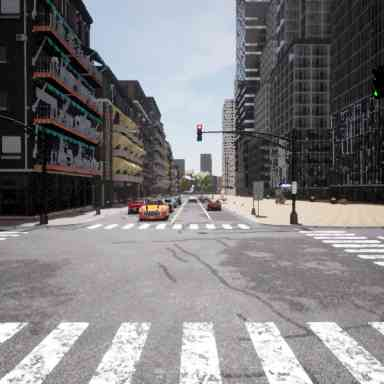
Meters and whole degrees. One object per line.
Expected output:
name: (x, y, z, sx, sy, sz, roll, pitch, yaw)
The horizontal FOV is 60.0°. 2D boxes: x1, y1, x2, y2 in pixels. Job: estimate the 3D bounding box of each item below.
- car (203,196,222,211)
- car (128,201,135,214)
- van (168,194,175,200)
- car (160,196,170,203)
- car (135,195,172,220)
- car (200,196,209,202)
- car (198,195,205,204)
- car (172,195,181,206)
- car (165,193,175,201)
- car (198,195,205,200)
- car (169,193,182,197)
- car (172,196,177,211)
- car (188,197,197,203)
car: (2.674, 1.540, 41.108, 1.887, 1.381, 4.507, -1, 0, 0)
car: (-5.676, 1.540, 35.407, 1.887, 1.381, 4.507, -1, 0, 0)
van: (-5.642, 1.350, 91.896, 1.690, 1.788, 3.998, -1, 0, 0)
car: (-5.654, 1.584, 69.301, 1.802, 1.307, 4.206, -1, 0, 0)
car: (-3.080, 1.348, 27.662, 2.097, 1.767, 4.553, 0, 0, 0)
car: (2.697, 1.548, 75.002, 1.887, 1.381, 4.507, -1, 0, 0)
car: (2.690, 1.551, 63.704, 2.008, 1.369, 4.403, -1, 0, 0)
car: (-3.059, 1.544, 47.987, 2.033, 1.411, 5.357, 0, 0, 0)
car: (-5.646, 1.322, 86.248, 2.192, 1.841, 5.009, -1, 0, 0)
car: (2.708, 1.535, 92.119, 1.752, 1.417, 4.829, -1, 0, 0)
car: (-3.010, 1.220, 58.305, 2.150, 2.045, 5.566, 0, 0, 1)
car: (-3.071, 1.500, 37.659, 1.837, 1.490, 4.892, 0, 0, 0)
car: (0.155, 1.602, 69.740, 1.895, 1.301, 4.718, 0, 0, 0)
